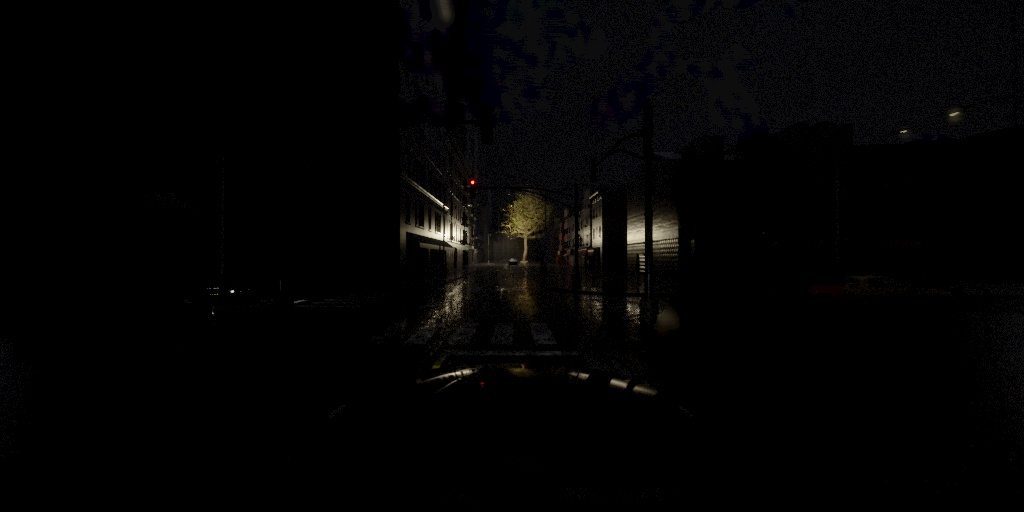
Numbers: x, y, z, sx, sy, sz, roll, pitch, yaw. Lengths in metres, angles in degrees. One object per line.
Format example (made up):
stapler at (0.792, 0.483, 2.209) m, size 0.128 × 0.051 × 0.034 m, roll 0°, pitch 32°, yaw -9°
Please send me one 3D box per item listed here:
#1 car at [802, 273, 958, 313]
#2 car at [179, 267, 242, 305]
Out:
car at (13.904, 1.346, 13.654) m, size 4.829 × 1.417 × 1.751 m, roll 0°, pitch 0°, yaw 0°
car at (-13.757, 1.178, 14.542) m, size 4.892 × 1.490 × 1.837 m, roll 0°, pitch 0°, yaw 0°
